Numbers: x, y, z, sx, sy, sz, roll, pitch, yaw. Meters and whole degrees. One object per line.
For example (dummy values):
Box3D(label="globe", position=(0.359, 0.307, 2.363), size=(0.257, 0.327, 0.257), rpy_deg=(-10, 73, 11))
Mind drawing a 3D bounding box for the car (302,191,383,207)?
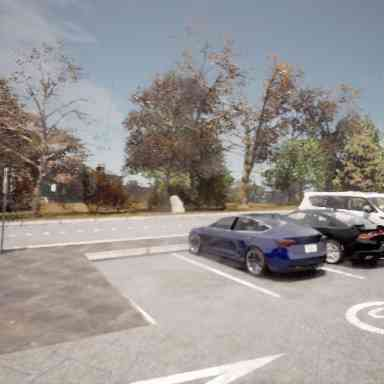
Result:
Box3D(label="car", position=(6.561, 1.025, 12.623), size=(2.435, 2.045, 5.566), rpy_deg=(-1, 1, -29))

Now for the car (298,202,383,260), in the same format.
Box3D(label="car", position=(4.129, 1.298, 11.289), size=(2.097, 1.535, 5.008), rpy_deg=(-1, 1, -29))

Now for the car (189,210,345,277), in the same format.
Box3D(label="car", position=(1.690, 1.350, 9.961), size=(2.163, 1.488, 4.792), rpy_deg=(-1, 1, -29))
